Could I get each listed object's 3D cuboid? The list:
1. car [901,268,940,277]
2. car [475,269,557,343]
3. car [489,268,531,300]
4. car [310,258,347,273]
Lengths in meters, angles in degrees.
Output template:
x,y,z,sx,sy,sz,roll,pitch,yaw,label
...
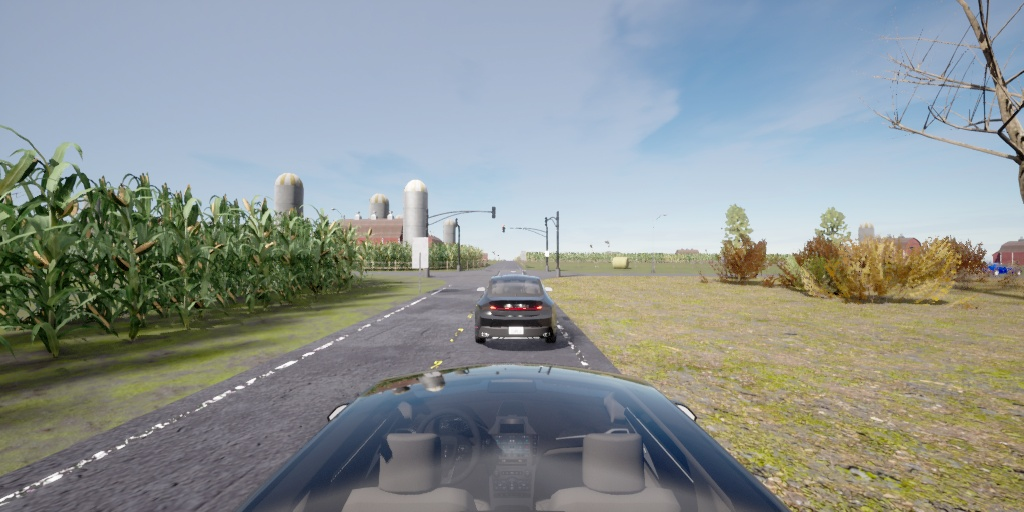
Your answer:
x,y,z,sx,sy,sz,roll,pitch,yaw,label
48.555,1.768,42.531,4.181,1.385,1.994,1,-1,-5,car
0.079,1.259,9.662,1.837,1.490,4.892,0,0,0,car
0.031,1.360,18.813,1.895,1.301,4.718,0,0,4,car
-19.832,0.930,37.646,4.553,1.767,2.097,0,-1,-3,car
